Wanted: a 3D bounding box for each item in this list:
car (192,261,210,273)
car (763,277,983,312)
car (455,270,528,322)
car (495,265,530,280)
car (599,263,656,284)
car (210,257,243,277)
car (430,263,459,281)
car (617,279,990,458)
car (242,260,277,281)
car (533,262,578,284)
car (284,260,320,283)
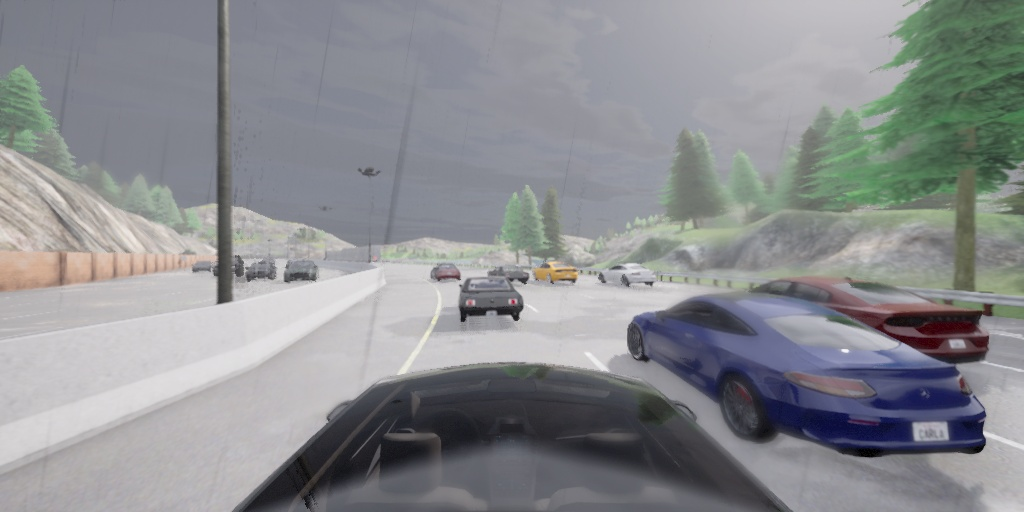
[{"bbox_3d":[-39.352,1.391,45.763,1.837,1.490,4.892,0,0,-34],"label":"car"},{"bbox_3d":[6.575,1.185,7.902,1.882,1.535,5.008,0,0,-4],"label":"car"},{"bbox_3d":[-0.891,1.340,12.369,1.895,1.301,4.718,0,0,-8],"label":"car"},{"bbox_3d":[-0.365,1.317,25.629,1.895,1.301,4.718,0,0,-17],"label":"car"},{"bbox_3d":[7.458,1.205,23.493,1.812,1.442,4.674,0,0,-14],"label":"car"},{"bbox_3d":[-29.457,1.070,37.360,2.150,2.045,5.566,0,0,-34],"label":"car"},{"bbox_3d":[-5.548,1.301,29.726,1.994,1.385,4.181,0,0,-20],"label":"car"},{"bbox_3d":[3.271,1.254,5.199,1.812,1.442,4.674,0,0,-3],"label":"car"},{"bbox_3d":[-21.779,1.324,31.304,1.837,1.490,4.892,0,0,-28],"label":"car"},{"bbox_3d":[3.052,1.176,26.261,1.882,1.535,5.008,0,0,-16],"label":"car"},{"bbox_3d":[-16.550,1.147,28.427,2.097,1.767,4.553,0,0,-24],"label":"car"}]
